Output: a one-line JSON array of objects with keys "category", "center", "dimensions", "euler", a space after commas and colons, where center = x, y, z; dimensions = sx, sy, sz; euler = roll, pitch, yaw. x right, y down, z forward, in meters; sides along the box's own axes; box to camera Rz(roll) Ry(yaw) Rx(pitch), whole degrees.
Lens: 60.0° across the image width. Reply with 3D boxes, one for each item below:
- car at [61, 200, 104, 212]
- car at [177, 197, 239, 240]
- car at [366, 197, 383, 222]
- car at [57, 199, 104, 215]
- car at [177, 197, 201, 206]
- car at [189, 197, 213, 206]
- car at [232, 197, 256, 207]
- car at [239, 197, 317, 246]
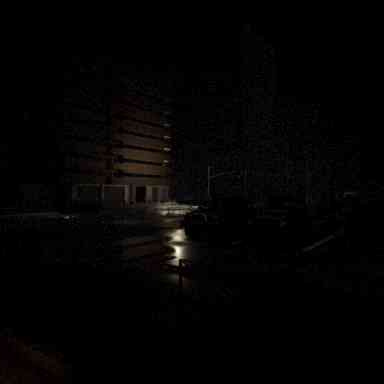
[{"category": "car", "center": [-12.771, 1.601, 39.065], "dimensions": [1.895, 1.301, 4.718], "euler": [0, 0, 34]}, {"category": "car", "center": [1.471, 1.153, 16.052], "dimensions": [1.932, 1.855, 4.605], "euler": [0, 0, 34]}, {"category": "car", "center": [15.862, 1.395, 27.342], "dimensions": [1.970, 1.475, 3.806], "euler": [0, 0, 34]}, {"category": "car", "center": [-11.553, 1.477, 34.598], "dimensions": [1.882, 1.535, 5.008], "euler": [0, 0, 34]}, {"category": "car", "center": [-0.493, 1.600, 57.194], "dimensions": [1.895, 1.301, 4.718], "euler": [0, 0, 34]}, {"category": "car", "center": [1.544, 1.565, 53.974], "dimensions": [1.994, 1.385, 4.181], "euler": [0, 0, 34]}, {"category": "car", "center": [7.937, 1.526, 50.730], "dimensions": [1.812, 1.442, 4.674], "euler": [0, 0, 34]}, {"category": "car", "center": [3.839, 1.156, 14.386], "dimensions": [1.905, 1.878, 3.866], "euler": [0, 0, 34]}]
